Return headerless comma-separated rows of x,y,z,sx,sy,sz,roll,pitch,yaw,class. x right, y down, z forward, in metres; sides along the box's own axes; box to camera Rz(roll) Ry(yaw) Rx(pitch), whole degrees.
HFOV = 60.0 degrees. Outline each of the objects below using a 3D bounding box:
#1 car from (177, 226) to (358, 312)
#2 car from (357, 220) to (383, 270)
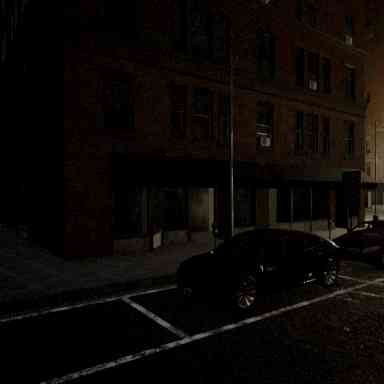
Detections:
1.701,1.566,7.730,4.313,1.339,1.947,0,0,-35,car
6.189,1.582,10.912,4.206,1.307,1.802,0,0,-35,car
